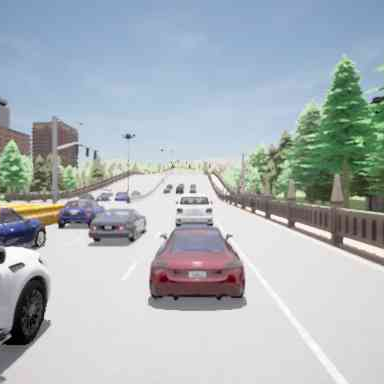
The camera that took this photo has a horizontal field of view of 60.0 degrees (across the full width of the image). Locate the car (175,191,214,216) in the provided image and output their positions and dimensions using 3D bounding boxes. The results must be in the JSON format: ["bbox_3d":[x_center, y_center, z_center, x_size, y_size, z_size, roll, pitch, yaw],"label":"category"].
[{"bbox_3d":[0.135,1.126,20.259,2.150,2.045,5.566,0,0,0],"label":"car"}]

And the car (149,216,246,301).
[{"bbox_3d":[0.113,1.524,8.317,1.994,1.385,4.181,0,0,0],"label":"car"}]

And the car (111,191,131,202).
[{"bbox_3d":[-13.899,1.146,65.304,1.882,1.535,5.008,0,1,1],"label":"car"}]

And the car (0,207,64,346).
[{"bbox_3d":[-3.395,1.206,3.130,2.150,2.045,5.566,0,0,0],"label":"car"}]

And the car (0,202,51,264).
[{"bbox_3d":[-6.880,1.299,11.460,2.097,1.767,4.553,0,0,0],"label":"car"}]

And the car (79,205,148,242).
[{"bbox_3d":[-3.378,1.472,15.966,2.033,1.411,5.357,0,0,0],"label":"car"}]

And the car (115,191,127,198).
[{"bbox_3d":[-17.313,0.470,81.322,1.895,1.301,4.718,0,5,0],"label":"car"}]

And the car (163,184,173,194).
[{"bbox_3d":[-6.752,-0.444,89.462,1.812,1.442,4.674,0,7,0],"label":"car"}]

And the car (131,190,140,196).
[{"bbox_3d":[-13.812,0.394,81.350,1.812,1.442,4.674,0,5,0],"label":"car"}]

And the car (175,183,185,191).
[{"bbox_3d":[-3.256,-0.700,89.015,2.150,2.045,5.566,0,7,0],"label":"car"}]

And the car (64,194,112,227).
[{"bbox_3d":[-6.914,1.250,21.548,2.097,1.767,4.553,0,0,-1],"label":"car"}]

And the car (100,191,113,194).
[{"bbox_3d":[-17.396,1.169,65.258,2.128,1.511,4.902,0,1,0],"label":"car"}]

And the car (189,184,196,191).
[{"bbox_3d":[0.247,-0.443,89.411,2.128,1.511,4.902,0,7,0],"label":"car"}]

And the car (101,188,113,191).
[{"bbox_3d":[-20.812,0.092,81.415,2.150,2.045,5.566,0,5,0],"label":"car"}]
